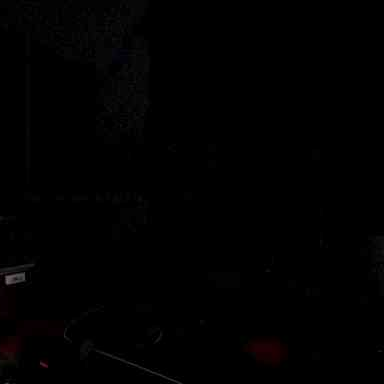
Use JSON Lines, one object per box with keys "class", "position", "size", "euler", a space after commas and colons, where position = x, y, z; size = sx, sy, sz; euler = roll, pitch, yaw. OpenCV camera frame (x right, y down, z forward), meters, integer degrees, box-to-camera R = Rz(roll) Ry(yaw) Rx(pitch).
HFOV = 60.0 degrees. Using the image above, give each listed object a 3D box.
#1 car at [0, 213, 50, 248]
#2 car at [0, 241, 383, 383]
{"class": "car", "position": [-4.455, 1.315, 6.127], "size": [5.009, 1.841, 2.192], "euler": [0, 0, 35]}
{"class": "car", "position": [-0.023, 1.440, 2.976], "size": [4.097, 1.590, 1.967], "euler": [0, 0, 35]}
